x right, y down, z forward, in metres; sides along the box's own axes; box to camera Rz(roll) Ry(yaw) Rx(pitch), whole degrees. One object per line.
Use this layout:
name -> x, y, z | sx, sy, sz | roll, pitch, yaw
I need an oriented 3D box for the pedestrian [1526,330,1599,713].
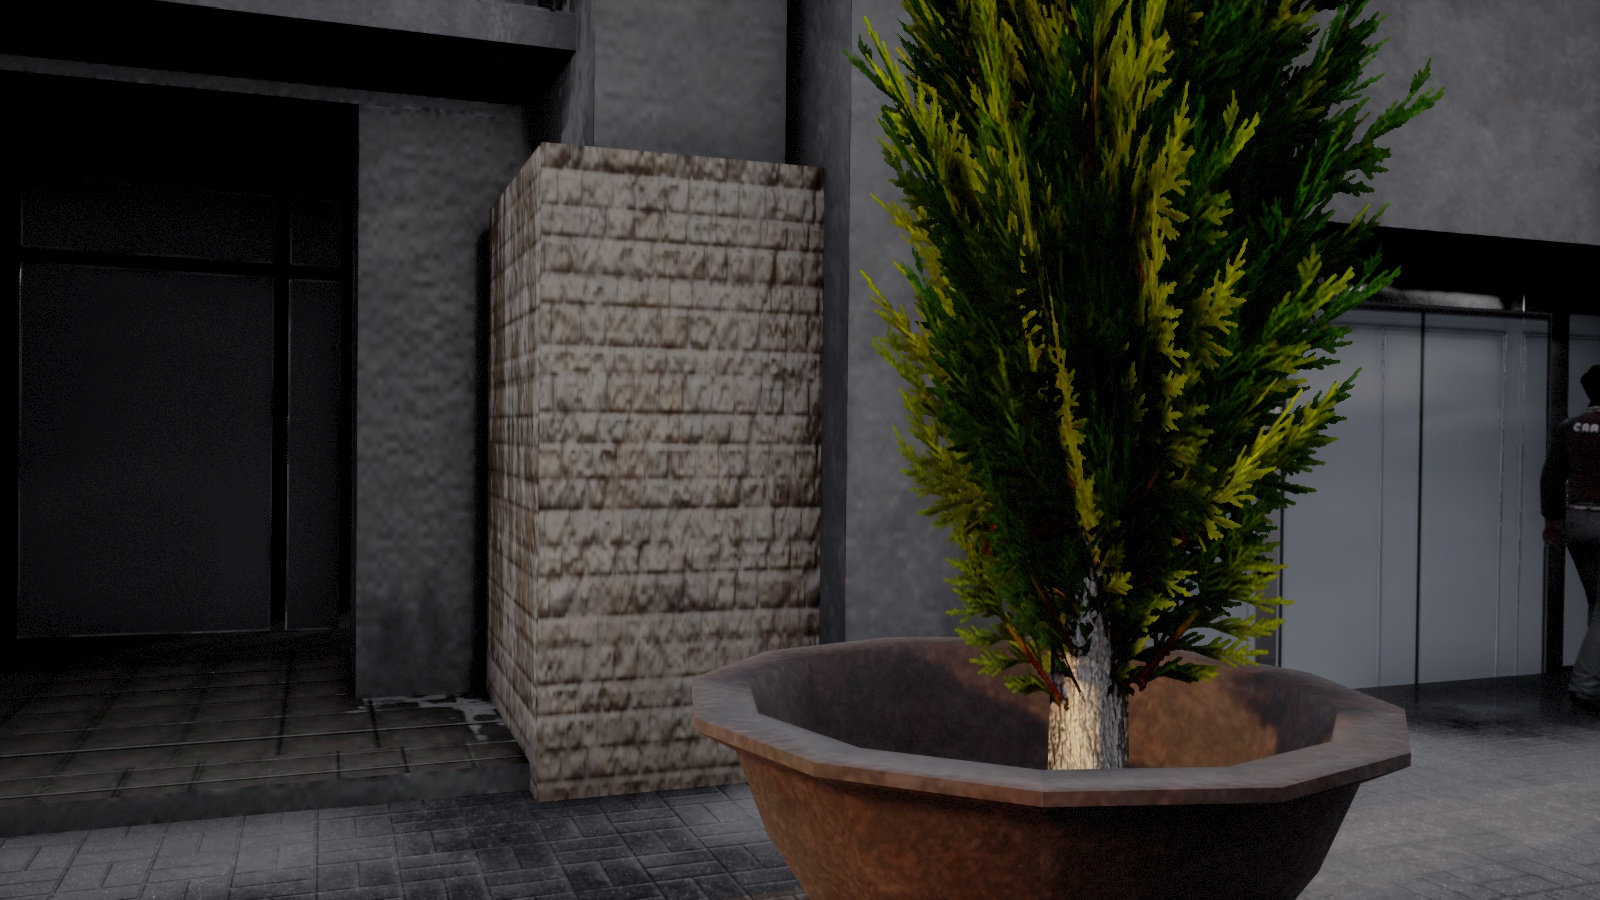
pedestrian -> 4.255, 0.354, 6.638 | 0.666, 1.930, 0.402 | -1, 1, -23
